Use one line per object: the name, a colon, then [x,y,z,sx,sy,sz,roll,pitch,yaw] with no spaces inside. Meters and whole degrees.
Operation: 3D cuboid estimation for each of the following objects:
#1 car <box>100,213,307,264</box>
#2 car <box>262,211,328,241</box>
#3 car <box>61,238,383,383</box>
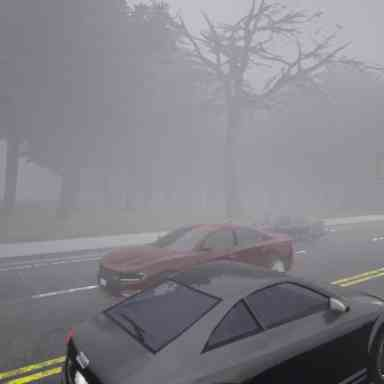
car: [0.315,1.479,7.899,5.008,1.535,1.882,0,0,-35]
car: [3.600,1.551,14.229,5.357,1.411,2.033,0,0,-35]
car: [0.711,1.565,3.945,4.181,1.385,1.994,0,0,-36]
